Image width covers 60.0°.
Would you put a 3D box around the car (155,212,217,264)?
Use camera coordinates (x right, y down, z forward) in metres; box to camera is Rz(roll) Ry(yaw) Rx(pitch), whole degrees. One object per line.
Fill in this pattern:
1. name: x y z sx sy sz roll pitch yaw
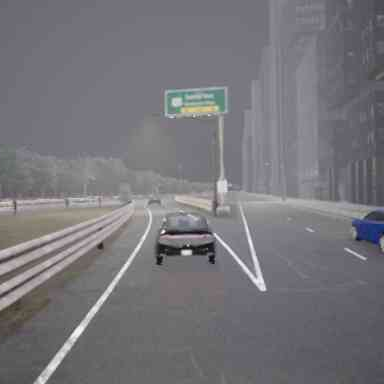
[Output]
1. car: -0.272 1.444 11.676 2.128 1.511 4.902 -1 1 -3

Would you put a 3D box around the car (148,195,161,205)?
1. car: -6.388 1.318 56.882 2.097 1.767 4.553 -1 0 -8

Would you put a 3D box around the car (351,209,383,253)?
1. car: 7.682 1.352 12.661 1.882 1.535 5.008 -1 0 8
